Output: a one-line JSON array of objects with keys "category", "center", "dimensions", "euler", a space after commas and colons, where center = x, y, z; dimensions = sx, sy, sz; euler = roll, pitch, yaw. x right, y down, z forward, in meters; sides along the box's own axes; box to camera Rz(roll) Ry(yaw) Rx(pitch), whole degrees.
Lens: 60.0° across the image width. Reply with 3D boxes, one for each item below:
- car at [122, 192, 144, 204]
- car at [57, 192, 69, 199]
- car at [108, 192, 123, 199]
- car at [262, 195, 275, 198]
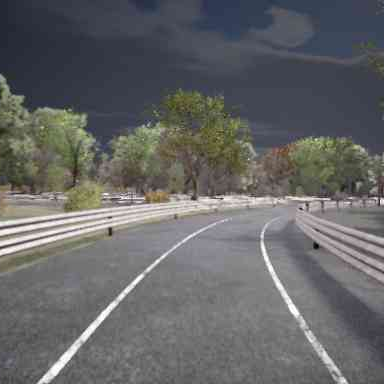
[{"category": "car", "center": [-8.668, 1.063, 56.070], "dimensions": [5.008, 1.535, 1.882], "euler": [1, 1, -33]}, {"category": "car", "center": [-20.868, 0.770, 56.391], "dimensions": [4.181, 1.385, 1.994], "euler": [1, 1, -33]}, {"category": "car", "center": [-12.286, 0.817, 57.867], "dimensions": [4.553, 1.767, 2.097], "euler": [1, 1, -33]}, {"category": "car", "center": [19.545, 1.637, 83.128], "dimensions": [4.553, 1.767, 2.097], "euler": [1, 1, -33]}]
